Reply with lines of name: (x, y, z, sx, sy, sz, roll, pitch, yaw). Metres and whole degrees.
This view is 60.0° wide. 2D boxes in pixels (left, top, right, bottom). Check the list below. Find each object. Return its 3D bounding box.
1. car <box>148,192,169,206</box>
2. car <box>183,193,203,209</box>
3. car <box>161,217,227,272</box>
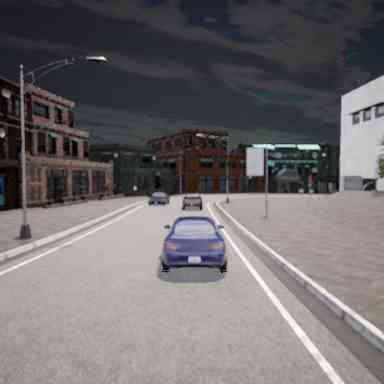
car: (-3.615, 0.719, 36.987, 2.033, 1.411, 5.357, 0, 2, 2)
car: (0.083, 0.833, 32.684, 2.128, 1.511, 4.902, 0, 2, 1)
car: (0.064, 1.512, 10.686, 1.812, 1.442, 4.674, 0, 1, 0)
